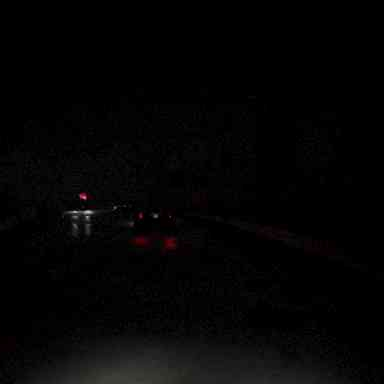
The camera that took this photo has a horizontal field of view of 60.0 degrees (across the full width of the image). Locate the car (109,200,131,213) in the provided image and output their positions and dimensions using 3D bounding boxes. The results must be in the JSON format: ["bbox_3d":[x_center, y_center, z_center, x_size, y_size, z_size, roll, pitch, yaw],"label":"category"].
[{"bbox_3d":[-8.402,1.604,38.791,2.033,1.411,5.357,0,0,-24],"label":"car"}]

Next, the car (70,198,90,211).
[{"bbox_3d":[-14.399,1.582,42.634,1.837,1.490,4.892,0,0,-27],"label":"car"}]

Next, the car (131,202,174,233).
[{"bbox_3d":[-2.450,1.375,20.340,2.097,1.767,4.553,0,0,-12],"label":"car"}]
